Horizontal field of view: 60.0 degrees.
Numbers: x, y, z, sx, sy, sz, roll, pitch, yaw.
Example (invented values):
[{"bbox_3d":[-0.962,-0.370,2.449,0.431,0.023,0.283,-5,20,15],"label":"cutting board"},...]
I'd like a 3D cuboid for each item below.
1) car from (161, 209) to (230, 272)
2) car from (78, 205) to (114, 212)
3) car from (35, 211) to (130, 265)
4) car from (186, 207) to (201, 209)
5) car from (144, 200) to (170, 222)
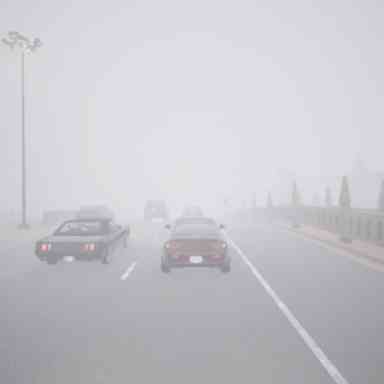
[{"bbox_3d":[0.098,1.471,10.474,1.812,1.442,4.674,0,0,0],"label":"car"},{"bbox_3d":[-6.906,1.681,24.020,1.837,1.490,4.892,0,-2,0],"label":"car"},{"bbox_3d":[-3.403,1.543,11.426,1.895,1.301,4.718,0,0,0],"label":"car"},{"bbox_3d":[0.093,1.978,28.806,2.033,1.411,5.357,0,-4,0],"label":"car"},{"bbox_3d":[-3.408,1.930,32.931,2.150,2.045,5.566,0,-4,0],"label":"car"}]
